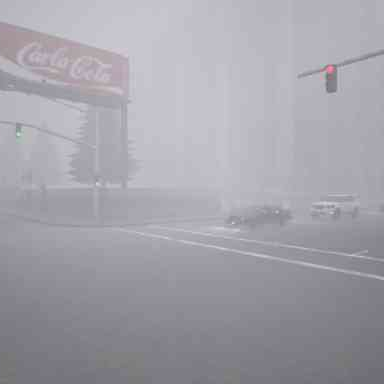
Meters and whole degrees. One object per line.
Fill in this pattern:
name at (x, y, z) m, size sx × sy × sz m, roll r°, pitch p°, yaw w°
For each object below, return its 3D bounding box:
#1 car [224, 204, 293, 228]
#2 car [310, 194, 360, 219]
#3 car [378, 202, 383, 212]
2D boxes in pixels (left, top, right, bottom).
car at (4.628, 1.547, 22.458) m, size 5.357 × 1.411 × 2.033 m, roll 0°, pitch 0°, yaw -39°
car at (12.518, 1.221, 28.960) m, size 5.566 × 2.045 × 2.150 m, roll 0°, pitch 0°, yaw -40°
car at (22.746, 1.504, 37.360) m, size 4.892 × 1.490 × 1.837 m, roll 0°, pitch 0°, yaw -39°
